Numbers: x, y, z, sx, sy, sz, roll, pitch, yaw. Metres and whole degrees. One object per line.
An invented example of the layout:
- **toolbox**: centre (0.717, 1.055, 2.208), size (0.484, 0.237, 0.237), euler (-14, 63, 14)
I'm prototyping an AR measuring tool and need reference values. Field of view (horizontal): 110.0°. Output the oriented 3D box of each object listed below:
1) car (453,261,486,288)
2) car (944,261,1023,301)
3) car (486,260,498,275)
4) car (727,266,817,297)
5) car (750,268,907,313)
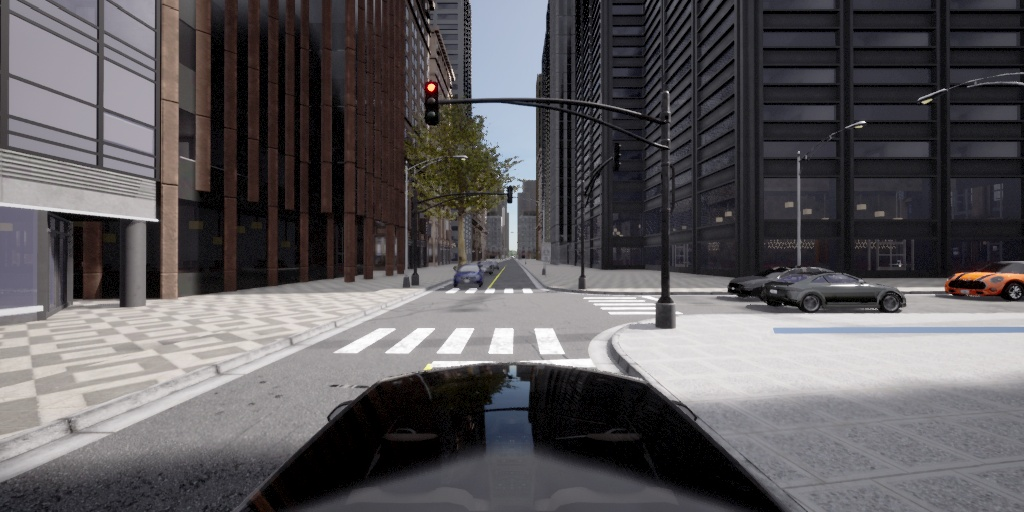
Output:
- **car**: centre (-2.881, 1.278, 24.280), size (1.812, 1.442, 4.674), euler (0, 0, -3)
- **car**: centre (22.696, 1.017, 16.186), size (4.553, 1.767, 2.097), euler (0, 0, 0)
- **car**: centre (-2.993, 1.252, 38.589), size (2.128, 1.511, 4.902), euler (0, 0, 0)
- **car**: centre (12.413, 1.207, 16.191), size (4.892, 1.490, 1.837), euler (0, 0, 0)
- **car**: centre (11.556, 1.257, 13.090), size (4.181, 1.385, 1.994), euler (0, 0, 0)
